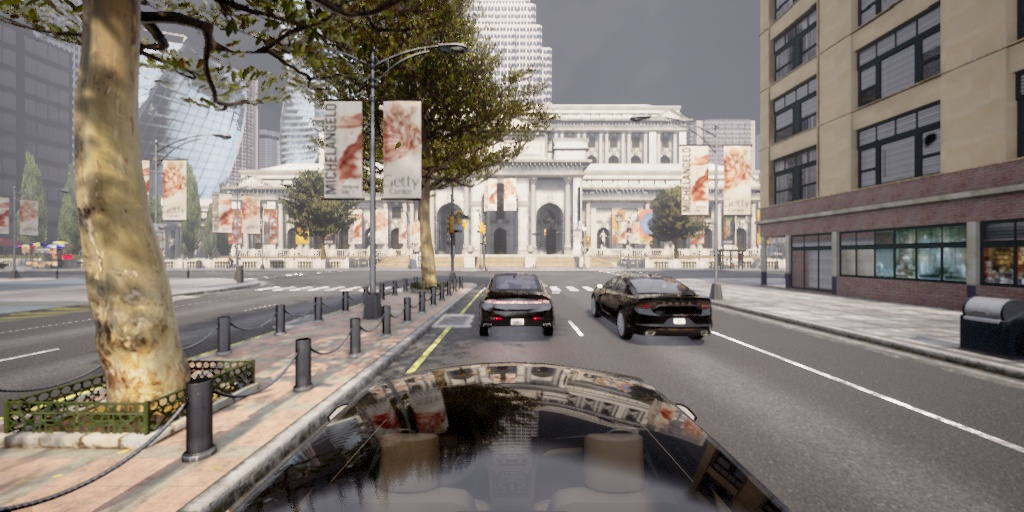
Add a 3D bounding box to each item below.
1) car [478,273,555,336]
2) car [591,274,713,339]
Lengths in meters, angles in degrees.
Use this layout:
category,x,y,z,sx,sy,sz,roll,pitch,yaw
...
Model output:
category,x,y,z,sx,sy,sz,roll,pitch,yaw
car,0.080,1.238,10.332,2.128,1.511,4.902,0,0,-1
car,3.565,1.224,10.065,1.882,1.535,5.008,0,0,0
